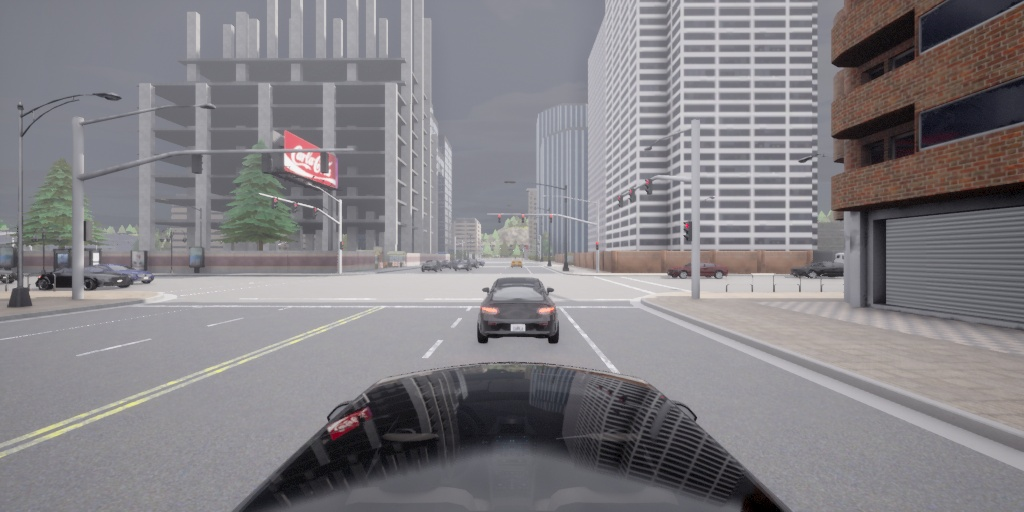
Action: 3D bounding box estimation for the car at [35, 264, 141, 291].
[{"bbox_3d":[-25.503,1.314,21.503,4.181,1.385,1.994,0,0,0],"label":"car"}]

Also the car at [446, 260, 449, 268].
[{"bbox_3d":[-9.958,1.298,55.324,2.033,1.411,5.357,0,0,1],"label":"car"}]

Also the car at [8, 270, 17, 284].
[{"bbox_3d":[-37.846,1.255,25.091,4.892,1.490,1.837,0,0,0],"label":"car"}]

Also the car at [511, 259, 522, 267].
[{"bbox_3d":[0.840,1.227,64.447,1.882,1.535,5.008,0,0,1],"label":"car"}]

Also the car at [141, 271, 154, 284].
[{"bbox_3d":[-27.857,1.276,25.020,4.674,1.442,1.812,0,0,0],"label":"car"}]

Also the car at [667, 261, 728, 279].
[{"bbox_3d":[16.471,1.228,31.918,5.008,1.535,1.882,0,0,0],"label":"car"}]

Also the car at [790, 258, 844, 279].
[{"bbox_3d":[27.560,1.228,31.830,5.008,1.535,1.882,0,0,1],"label":"car"}]

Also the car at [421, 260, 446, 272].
[{"bbox_3d":[-10.085,1.256,45.199,1.837,1.490,4.892,0,0,1],"label":"car"}]

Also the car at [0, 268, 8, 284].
[{"bbox_3d":[-34.201,1.102,21.566,4.553,1.767,2.097,0,0,0],"label":"car"}]

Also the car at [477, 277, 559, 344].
[{"bbox_3d":[0.160,1.276,9.502,1.812,1.442,4.674,0,0,1],"label":"car"}]

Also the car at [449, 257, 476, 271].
[{"bbox_3d":[-6.545,1.242,48.117,2.128,1.511,4.902,0,0,1],"label":"car"}]

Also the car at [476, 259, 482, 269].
[{"bbox_3d":[-6.417,1.255,57.918,1.837,1.490,4.892,0,0,1],"label":"car"}]
